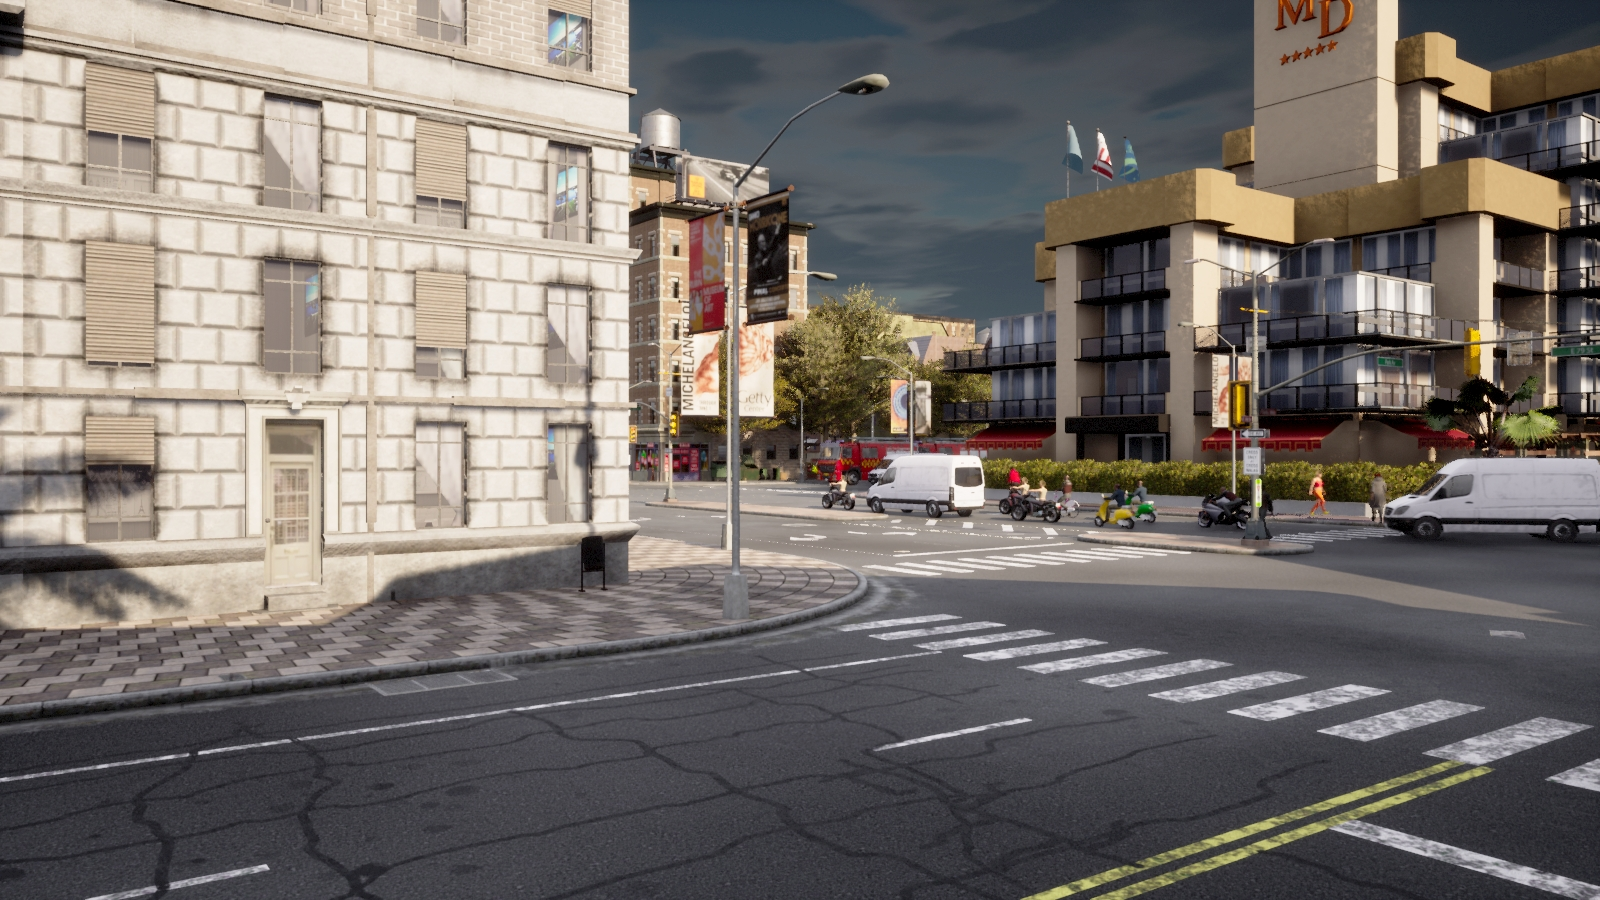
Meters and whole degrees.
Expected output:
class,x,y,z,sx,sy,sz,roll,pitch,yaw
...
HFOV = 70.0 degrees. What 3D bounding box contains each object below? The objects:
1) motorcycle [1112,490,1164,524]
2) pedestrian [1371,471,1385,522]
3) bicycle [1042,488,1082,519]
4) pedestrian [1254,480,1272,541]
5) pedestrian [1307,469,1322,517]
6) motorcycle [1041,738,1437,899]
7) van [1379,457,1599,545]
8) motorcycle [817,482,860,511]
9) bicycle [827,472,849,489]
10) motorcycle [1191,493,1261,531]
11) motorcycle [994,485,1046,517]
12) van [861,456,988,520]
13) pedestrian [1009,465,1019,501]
class,x,y,z,sx,sy,sz,roll,pitch,yaw
motorcycle,13.079,2.182,44.246,0.856,1.236,1.805,0,0,-36
pedestrian,21.075,1.696,41.663,0.375,1.860,0.375,0,0,7
bicycle,10.851,2.210,47.360,0.329,1.171,1.835,0,0,-36
pedestrian,14.215,1.849,35.083,0.375,1.860,0.375,0,0,-33
pedestrian,20.361,1.697,45.216,0.375,1.860,0.375,0,0,-29
motorcycle,2.199,2.213,5.612,2.033,1.145,0.803,0,0,-34
van,21.638,1.535,35.874,5.915,2.561,1.988,0,0,16
motorcycle,1.797,2.170,53.778,0.764,1.277,2.356,0,0,-37
bicycle,2.718,2.210,81.860,1.835,1.171,0.329,0,0,-42
motorcycle,15.193,2.205,40.836,0.867,1.251,2.209,0,0,-39
motorcycle,9.406,2.170,48.968,0.764,1.277,2.356,0,0,-34
van,5.246,1.534,49.039,1.988,2.561,5.915,0,0,-36
pedestrian,11.054,1.696,58.989,0.375,1.860,0.375,0,0,-38
